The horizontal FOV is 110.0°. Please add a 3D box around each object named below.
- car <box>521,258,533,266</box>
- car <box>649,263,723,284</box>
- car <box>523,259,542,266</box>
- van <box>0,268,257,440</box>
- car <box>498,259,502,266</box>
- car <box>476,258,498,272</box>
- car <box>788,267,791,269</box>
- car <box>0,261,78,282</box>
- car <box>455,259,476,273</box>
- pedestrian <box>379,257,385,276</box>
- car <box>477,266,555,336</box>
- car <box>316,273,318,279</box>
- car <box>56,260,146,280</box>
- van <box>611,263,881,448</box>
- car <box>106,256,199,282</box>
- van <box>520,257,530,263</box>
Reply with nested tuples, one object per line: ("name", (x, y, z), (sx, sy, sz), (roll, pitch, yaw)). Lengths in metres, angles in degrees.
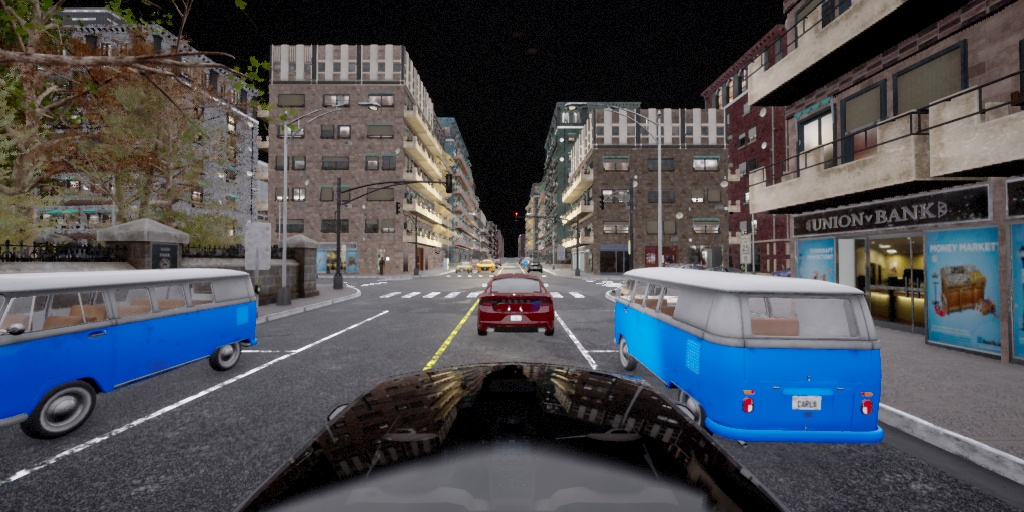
("car", (2.684, 1.317, 48.684), (2.007, 1.370, 4.403), (0, 0, 0))
("car", (13.792, 1.364, 28.638), (4.902, 1.511, 2.128), (0, -1, 1))
("car", (2.685, 1.330, 43.041), (1.948, 1.339, 4.313), (0, 0, 0))
("van", (-5.657, 1.092, 5.095), (1.690, 1.789, 3.998), (0, 0, 0))
("car", (-3.099, 1.317, 55.713), (2.033, 1.411, 5.357), (0, 0, 0))
("car", (-3.108, 1.242, 43.732), (1.882, 1.535, 5.008), (0, 0, 0))
("car", (23.119, 1.451, 28.527), (4.674, 1.442, 1.812), (0, -1, 1))
("car", (-35.362, 1.093, 26.015), (5.357, 1.411, 2.033), (0, -1, 1))
("car", (-5.695, 1.290, 42.870), (1.751, 1.417, 4.829), (0, 0, 0))
("pedestrian", (-12.544, 0.968, 34.481), (0.375, 1.860, 0.375), (0, -1, 1))
("car", (0.096, 1.230, 10.456), (1.882, 1.535, 5.008), (0, 0, 0))
("car", (-16.608, 1.139, 25.787), (4.902, 1.511, 2.128), (0, -1, 1))
("car", (-33.312, 1.106, 29.182), (4.902, 1.511, 2.128), (0, -1, 1))
("van", (2.658, 1.092, 5.094), (1.690, 1.789, 3.998), (0, 0, 0))
("car", (-25.835, 0.949, 25.898), (4.553, 1.767, 2.097), (0, -1, 1))
("van", (2.683, 1.112, 59.968), (1.690, 1.789, 3.998), (0, 0, 0))
